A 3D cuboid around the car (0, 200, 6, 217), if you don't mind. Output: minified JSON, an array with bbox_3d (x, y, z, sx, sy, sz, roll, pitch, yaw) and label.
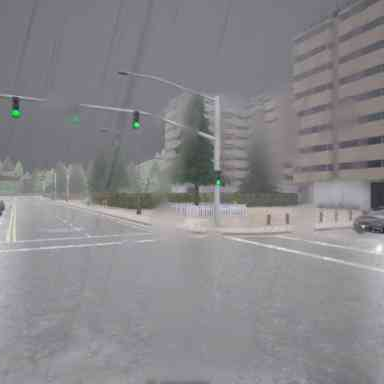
[{"bbox_3d":[-18.587,1.601,30.722,1.895,1.301,4.718,0,0,-27],"label":"car"}]

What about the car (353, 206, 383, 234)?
[{"bbox_3d":[10.799,1.505,17.959,4.892,1.490,1.837,0,0,-28],"label":"car"}]

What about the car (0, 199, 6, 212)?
[{"bbox_3d":[-23.367,1.601,39.750,1.895,1.301,4.718,0,0,-28],"label":"car"}]
